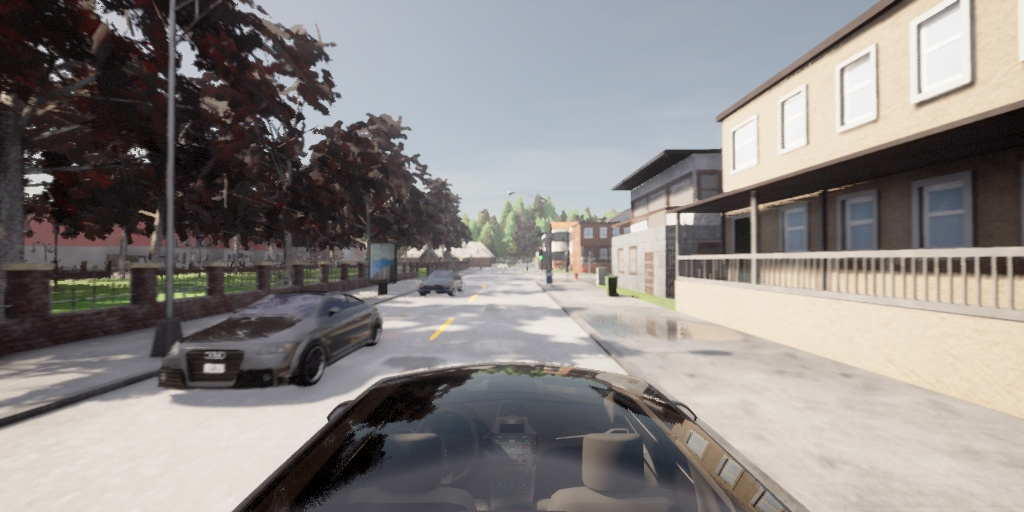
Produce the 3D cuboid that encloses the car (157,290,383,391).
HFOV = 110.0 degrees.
[{"bbox_3d":[-4.074,1.375,6.910,1.994,1.385,4.181,0,-1,0],"label":"car"}]

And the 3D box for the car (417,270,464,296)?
[{"bbox_3d":[-4.055,1.528,21.265,2.033,1.411,5.357,0,-1,1],"label":"car"}]
